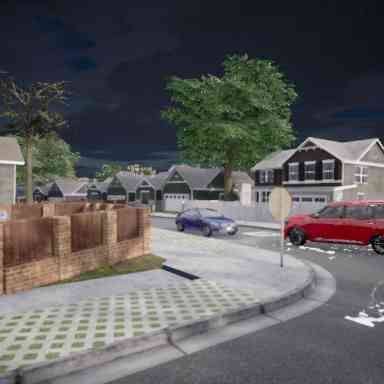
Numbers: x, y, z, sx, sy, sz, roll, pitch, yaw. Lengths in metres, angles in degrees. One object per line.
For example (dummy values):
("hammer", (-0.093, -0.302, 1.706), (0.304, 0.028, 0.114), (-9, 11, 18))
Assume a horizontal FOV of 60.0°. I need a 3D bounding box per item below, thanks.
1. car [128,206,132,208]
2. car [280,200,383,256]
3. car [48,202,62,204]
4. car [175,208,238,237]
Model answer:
("car", (-5.957, 1.864, 29.415), (1.895, 1.301, 4.718), (1, -1, -35))
("car", (6.431, 1.368, 13.672), (5.566, 2.045, 2.150), (-1, 2, 42))
("car", (-18.473, 2.060, 45.356), (2.128, 1.511, 4.902), (1, -2, -41))
("car", (0.693, 1.663, 19.197), (1.812, 1.442, 4.674), (1, -1, -32))
